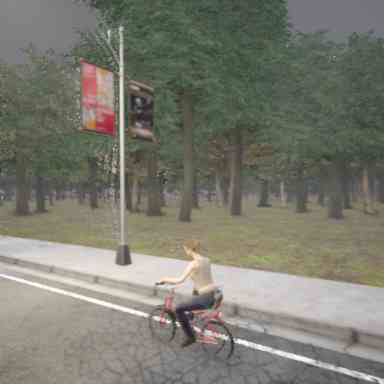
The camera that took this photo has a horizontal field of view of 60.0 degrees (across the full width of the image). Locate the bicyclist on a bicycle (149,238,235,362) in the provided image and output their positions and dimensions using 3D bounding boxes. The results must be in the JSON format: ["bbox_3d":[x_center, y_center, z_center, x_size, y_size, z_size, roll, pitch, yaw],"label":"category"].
[{"bbox_3d":[-0.063,1.462,4.728,1.509,1.612,0.866,-1,0,35],"label":"bicyclist on a bicycle"}]
